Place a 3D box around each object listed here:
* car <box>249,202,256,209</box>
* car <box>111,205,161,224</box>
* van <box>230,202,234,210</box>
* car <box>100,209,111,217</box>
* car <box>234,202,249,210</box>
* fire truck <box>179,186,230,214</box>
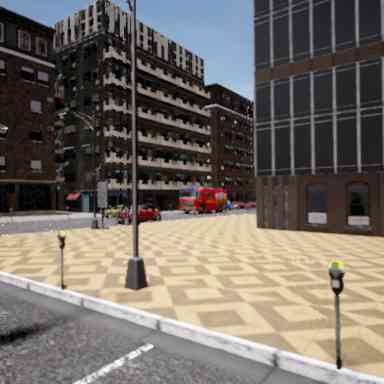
[{"bbox_3d":[11.485,2.659,65.472,1.887,1.381,4.507,-2,-2,35],"label":"car"},{"bbox_3d":[-4.431,1.826,28.336,1.967,1.590,4.097,-2,-2,35],"label":"car"},{"bbox_3d":[4.990,2.279,56.231,1.690,1.788,3.998,-2,-2,35],"label":"van"},{"bbox_3d":[-8.088,2.108,37.590,1.752,1.417,4.829,-2,-2,35],"label":"car"},{"bbox_3d":[8.237,2.466,60.852,1.967,1.590,4.097,-2,-2,35],"label":"car"},{"bbox_3d":[1.698,1.089,46.933,2.891,3.827,8.468,-1,-1,35],"label":"fire truck"}]
